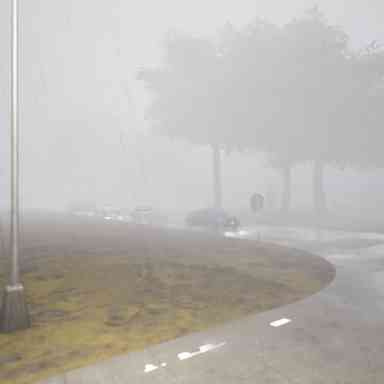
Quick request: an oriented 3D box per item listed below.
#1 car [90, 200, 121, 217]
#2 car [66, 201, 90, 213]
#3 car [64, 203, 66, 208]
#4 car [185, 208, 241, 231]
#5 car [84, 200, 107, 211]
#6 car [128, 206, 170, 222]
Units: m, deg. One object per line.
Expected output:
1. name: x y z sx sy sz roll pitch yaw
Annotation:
1. car: -9.634 1.945 37.711 1.812 1.442 4.674 -1 0 -35
2. car: -15.514 2.066 46.113 1.812 1.442 4.674 -1 0 -35
3. car: -21.623 2.288 59.776 1.895 1.301 4.718 -1 0 -34
4. car: 1.319 1.770 22.238 1.994 1.385 4.181 -1 0 -36
5. car: -14.443 2.035 49.622 1.837 1.490 4.892 -1 -1 -35
6. car: -3.846 1.906 29.509 1.895 1.301 4.718 -1 0 -36
